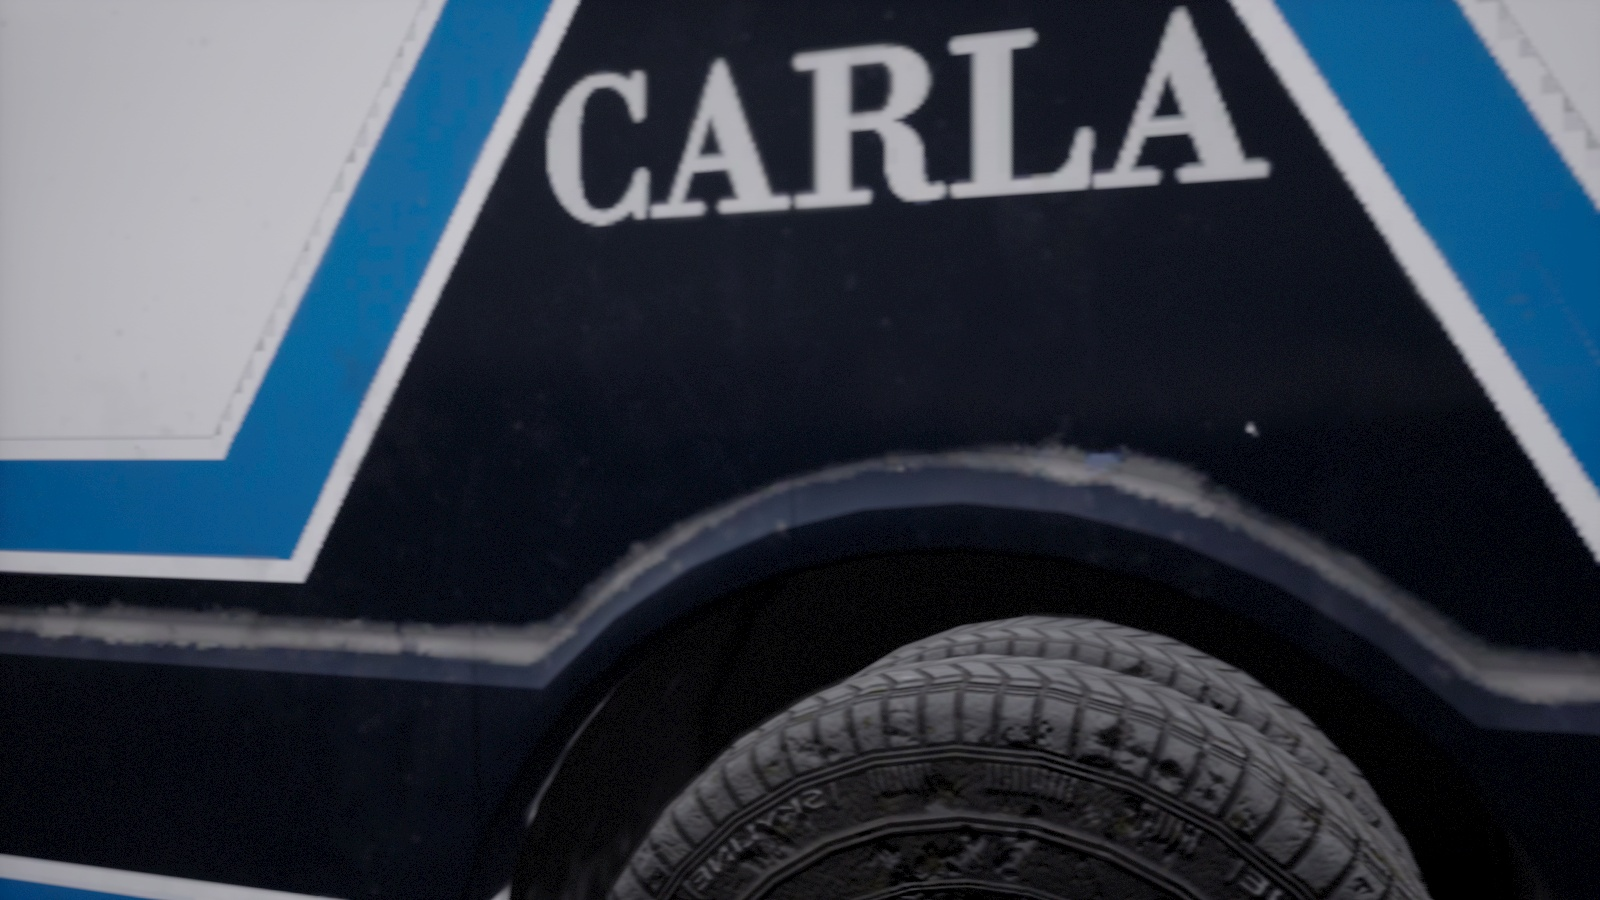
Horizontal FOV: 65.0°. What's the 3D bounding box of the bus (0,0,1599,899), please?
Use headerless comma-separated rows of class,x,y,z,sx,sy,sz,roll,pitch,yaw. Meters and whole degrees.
bus,3.162,-0.578,2.109,10.273,4.253,3.944,0,1,19
